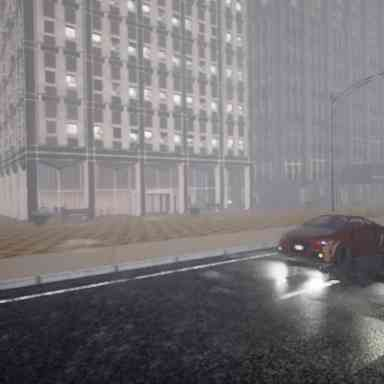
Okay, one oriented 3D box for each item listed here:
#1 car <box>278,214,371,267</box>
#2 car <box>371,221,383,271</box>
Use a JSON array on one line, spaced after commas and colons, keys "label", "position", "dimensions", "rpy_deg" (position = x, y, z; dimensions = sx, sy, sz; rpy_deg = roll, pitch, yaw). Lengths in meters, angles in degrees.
[{"label": "car", "position": [4.815, 1.453, 11.106], "dimensions": [4.181, 1.385, 1.994], "rpy_deg": [-1, 0, -35]}, {"label": "car", "position": [6.915, 1.238, 8.611], "dimensions": [4.553, 1.767, 2.097], "rpy_deg": [-1, 0, -35]}]
